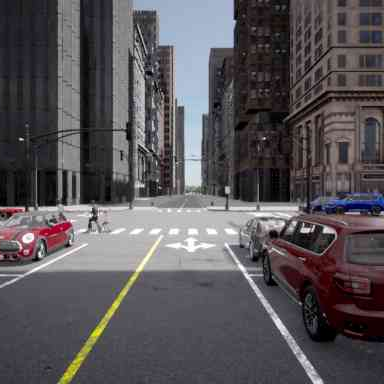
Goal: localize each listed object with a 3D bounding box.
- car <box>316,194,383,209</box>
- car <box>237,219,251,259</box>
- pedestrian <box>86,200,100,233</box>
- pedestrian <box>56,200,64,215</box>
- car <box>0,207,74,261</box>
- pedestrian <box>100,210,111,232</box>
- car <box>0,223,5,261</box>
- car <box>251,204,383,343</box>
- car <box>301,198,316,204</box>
[{"bbox_3d":[14.975,1.167,30.883,5.566,2.045,2.150,0,0,-2],"label":"car"},{"bbox_3d":[2.727,1.550,12.008,2.008,1.369,4.403,0,0,0],"label":"car"},{"bbox_3d":[-5.353,1.295,18.065,0.375,1.860,0.375,0,0,0],"label":"pedestrian"},{"bbox_3d":[-6.960,1.292,17.466,0.375,1.860,0.375,0,0,0],"label":"pedestrian"},{"bbox_3d":[-5.799,1.439,11.983,1.967,1.590,4.097,0,0,0],"label":"car"},{"bbox_3d":[-4.774,1.581,18.682,0.375,1.300,0.375,0,0,0],"label":"pedestrian"},{"bbox_3d":[-5.783,1.525,6.211,1.752,1.417,4.829,0,0,0],"label":"car"},{"bbox_3d":[2.741,1.314,6.406,2.192,1.841,5.009,0,0,0],"label":"car"},{"bbox_3d":[13.302,1.289,34.119,4.553,1.767,2.097,0,0,0],"label":"car"}]
